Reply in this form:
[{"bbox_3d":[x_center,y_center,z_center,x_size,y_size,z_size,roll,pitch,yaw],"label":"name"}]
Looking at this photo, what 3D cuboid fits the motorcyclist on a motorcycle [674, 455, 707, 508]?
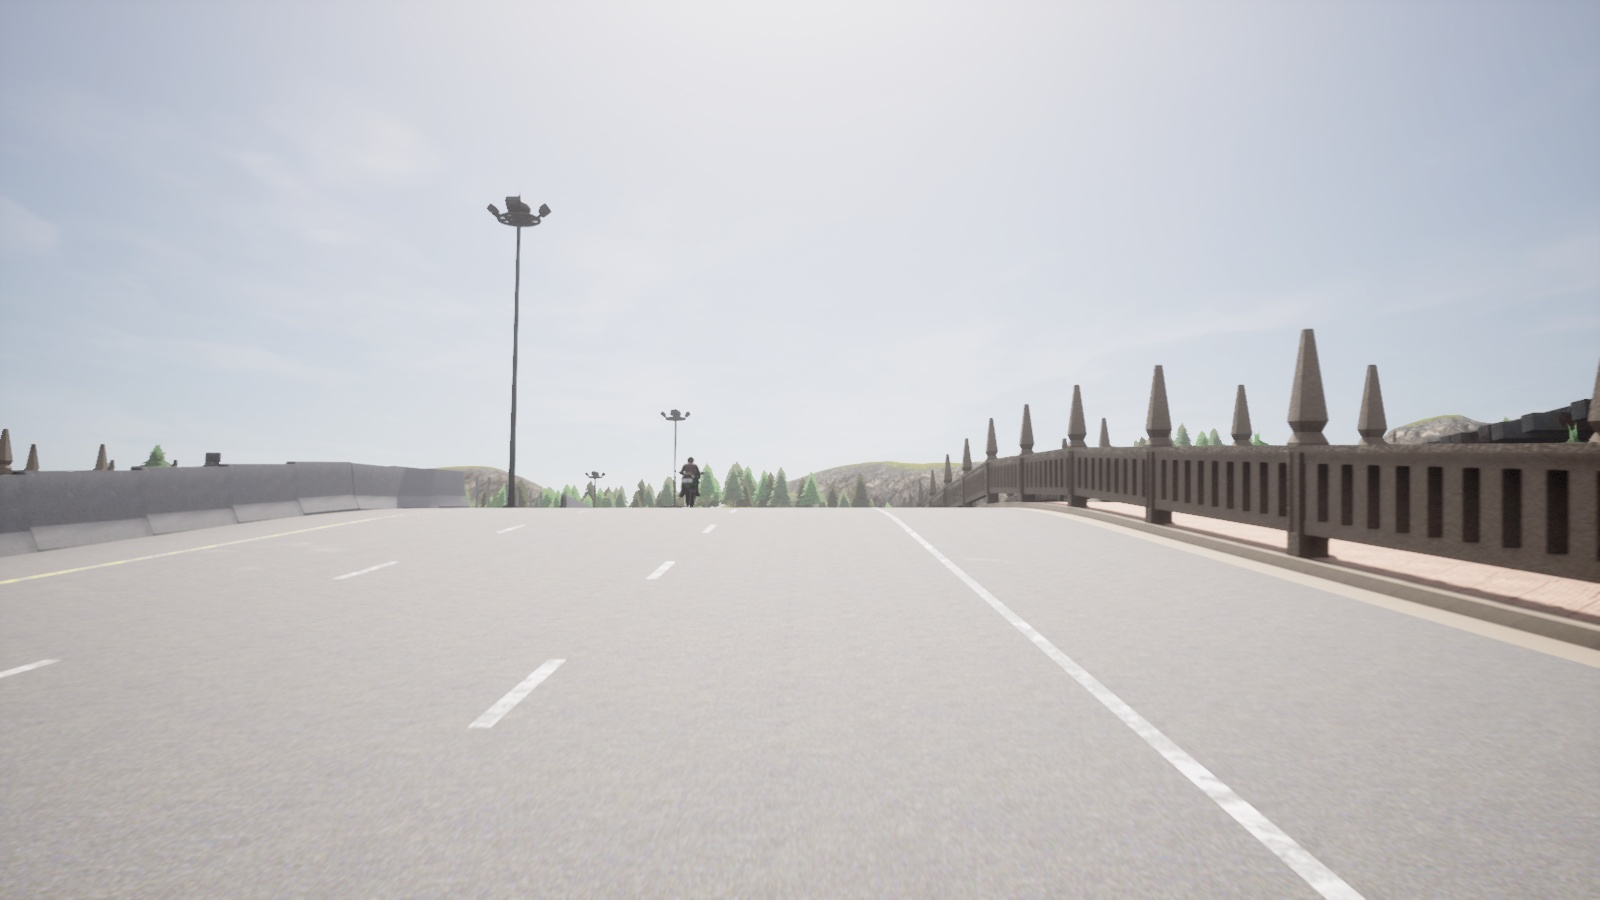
[{"bbox_3d":[-3.267,0.977,37.663,0.797,1.523,2.044,0,-3,0],"label":"motorcyclist on a motorcycle"}]
